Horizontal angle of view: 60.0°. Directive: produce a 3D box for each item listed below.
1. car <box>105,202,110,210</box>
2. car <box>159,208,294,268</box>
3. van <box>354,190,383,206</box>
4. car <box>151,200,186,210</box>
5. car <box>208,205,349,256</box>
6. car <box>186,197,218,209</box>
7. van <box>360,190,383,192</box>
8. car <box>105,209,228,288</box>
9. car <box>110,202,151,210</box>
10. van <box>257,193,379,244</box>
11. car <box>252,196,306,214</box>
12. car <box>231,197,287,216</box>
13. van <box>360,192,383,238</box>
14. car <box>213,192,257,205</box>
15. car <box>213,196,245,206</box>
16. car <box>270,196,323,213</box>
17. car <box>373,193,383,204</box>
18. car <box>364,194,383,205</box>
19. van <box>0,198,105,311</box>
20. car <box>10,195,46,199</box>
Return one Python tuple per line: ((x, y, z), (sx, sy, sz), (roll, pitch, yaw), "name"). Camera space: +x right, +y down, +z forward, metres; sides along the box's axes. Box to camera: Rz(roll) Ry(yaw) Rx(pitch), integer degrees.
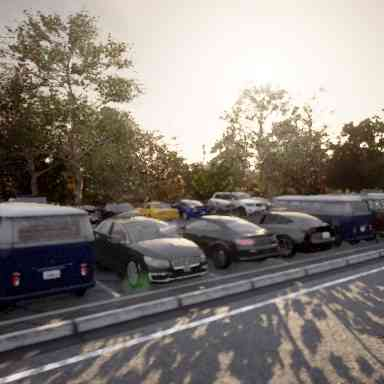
((-7.391, 1.490, 21.399), (2.163, 1.488, 4.792), (-1, 0, -36), "car")
((0.766, 1.494, 11.115), (2.002, 1.452, 4.674), (-1, 0, -36), "car")
((24.158, 0.740, 44.085), (1.878, 1.987, 4.442), (-1, 1, -36), "van")
((-2.965, 1.402, 24.759), (1.946, 1.575, 5.366), (-1, 0, -36), "car")
((3.031, 1.457, 12.775), (2.163, 1.488, 4.792), (-1, 0, -36), "car")
((-0.596, 1.372, 26.220), (2.097, 1.535, 5.008), (-1, 0, -36), "car")
((12.097, 1.063, 19.370), (1.878, 1.987, 4.442), (-1, 1, -36), "van")
((-1.519, 1.477, 9.491), (2.231, 1.521, 4.892), (-1, 0, -36), "car")
((-5.094, 1.467, 22.972), (2.163, 1.488, 4.792), (-1, 0, -36), "car")
((5.257, 1.169, 14.475), (1.878, 1.987, 4.442), (-1, 0, -36), "van")
((8.427, 1.226, 32.691), (2.097, 1.535, 5.008), (-1, 1, -36), "car")
((6.170, 1.263, 31.075), (2.097, 1.535, 5.008), (-1, 1, -36), "car")
((7.671, 1.137, 15.916), (1.878, 1.987, 4.442), (-1, 1, -36), "van")
((3.930, 1.049, 29.430), (2.435, 2.045, 5.566), (-1, 1, -36), "car")
((1.663, 1.339, 27.836), (2.231, 1.521, 4.892), (-1, 1, -36), "car")
((10.684, 1.190, 34.307), (2.231, 1.521, 4.892), (-1, 1, -36), "car")
((28.746, 0.892, 47.219), (2.097, 1.535, 5.008), (-1, 1, -36), "car")
((26.487, 0.969, 45.604), (2.002, 1.452, 4.674), (-1, 1, -36), "car")
((-3.867, 1.273, 7.945), (1.878, 1.987, 4.442), (-1, 0, -36), "van")
((-9.616, 1.231, 19.737), (2.435, 2.045, 5.566), (-1, 0, -36), "car")
